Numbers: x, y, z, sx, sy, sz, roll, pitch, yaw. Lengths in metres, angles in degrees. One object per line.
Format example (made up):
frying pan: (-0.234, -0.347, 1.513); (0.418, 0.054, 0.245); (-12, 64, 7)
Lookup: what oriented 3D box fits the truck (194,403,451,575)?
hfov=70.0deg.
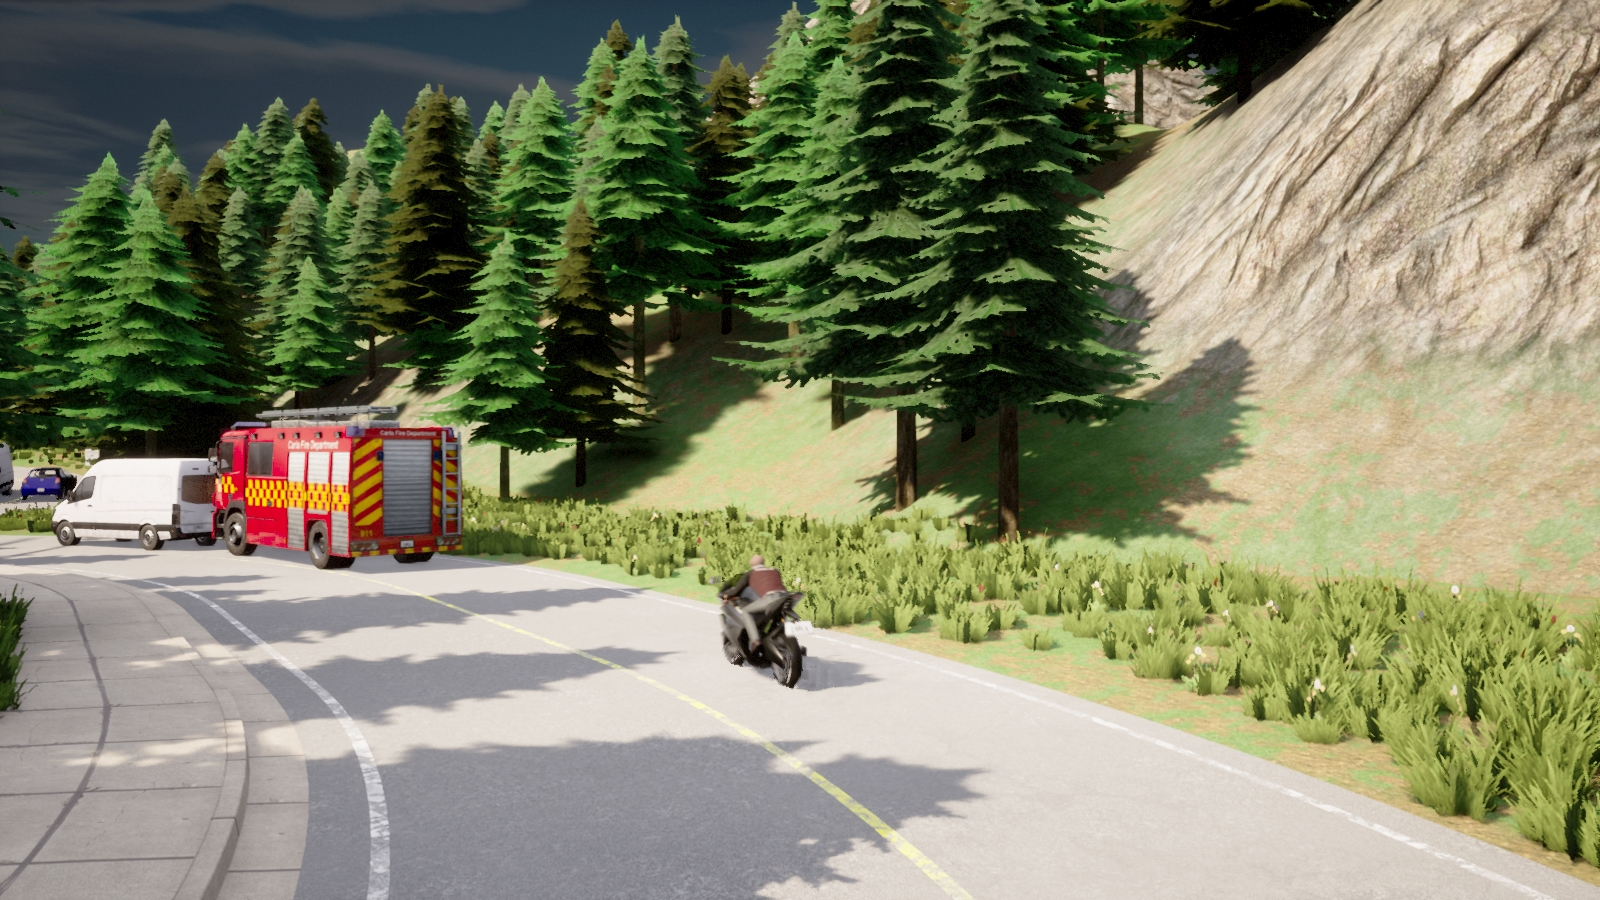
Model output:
truck: (-12.489, 0.860, 29.396); (8.468, 3.827, 2.891); (0, 0, 43)

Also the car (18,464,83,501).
car: (-36.153, 1.526, 55.205); (1.845, 1.501, 3.633); (0, 3, -20)

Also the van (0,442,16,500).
van: (-38.830, 1.024, 54.014); (1.988, 2.561, 5.915); (0, 3, -26)

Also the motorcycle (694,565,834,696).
motorcycle: (-0.496, 2.175, 14.208); (0.867, 1.251, 2.209); (-1, 0, -27)

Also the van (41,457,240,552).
van: (-19.310, 1.504, 33.406); (5.915, 2.561, 1.988); (0, 0, 25)
